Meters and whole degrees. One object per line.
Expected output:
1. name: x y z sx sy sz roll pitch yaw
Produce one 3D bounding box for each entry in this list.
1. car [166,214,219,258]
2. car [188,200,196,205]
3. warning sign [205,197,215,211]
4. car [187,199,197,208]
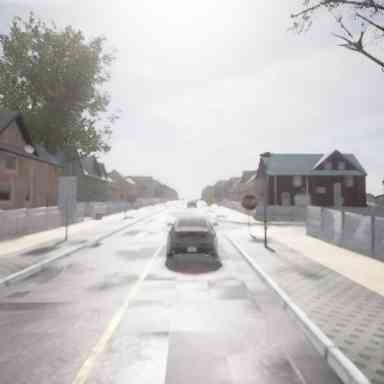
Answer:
1. car: 0.024 1.670 13.431 1.837 1.490 4.892 0 0 1
2. car: -0.010 2.481 79.249 1.895 1.301 4.718 0 -1 0
3. warning sign: 2.485 1.699 46.044 1.300 1.860 1.060 -2 -2 0
4. car: 0.014 2.338 66.024 1.882 1.535 5.008 0 -1 0
